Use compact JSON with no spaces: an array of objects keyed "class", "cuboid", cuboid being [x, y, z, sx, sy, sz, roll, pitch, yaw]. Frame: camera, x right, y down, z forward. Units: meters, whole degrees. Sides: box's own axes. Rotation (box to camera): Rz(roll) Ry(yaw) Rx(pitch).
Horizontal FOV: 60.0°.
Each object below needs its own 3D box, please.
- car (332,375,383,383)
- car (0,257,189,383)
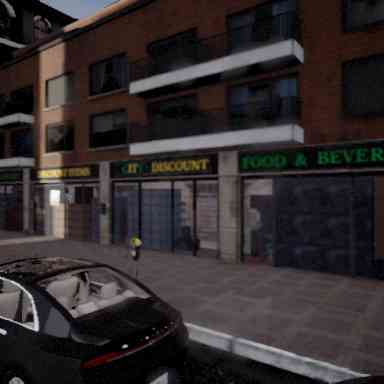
[{"class":"car","cuboid":[2.506,1.551,1.088,4.403,1.369,2.008,0,0,35]},{"class":"car","cuboid":[-2.092,1.551,4.367,4.403,1.369,2.008,0,0,35]}]
